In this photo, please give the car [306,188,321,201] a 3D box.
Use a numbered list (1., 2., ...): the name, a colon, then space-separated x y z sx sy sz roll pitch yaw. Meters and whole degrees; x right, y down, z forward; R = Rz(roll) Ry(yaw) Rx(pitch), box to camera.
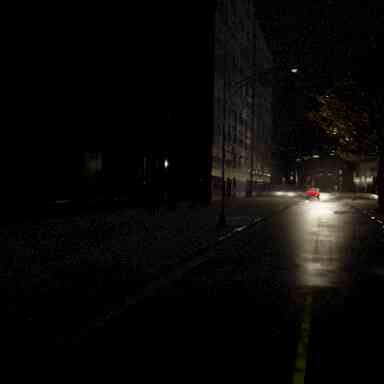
1. car: 21.326 0.400 58.311 2.150 2.045 5.566 2 1 22
